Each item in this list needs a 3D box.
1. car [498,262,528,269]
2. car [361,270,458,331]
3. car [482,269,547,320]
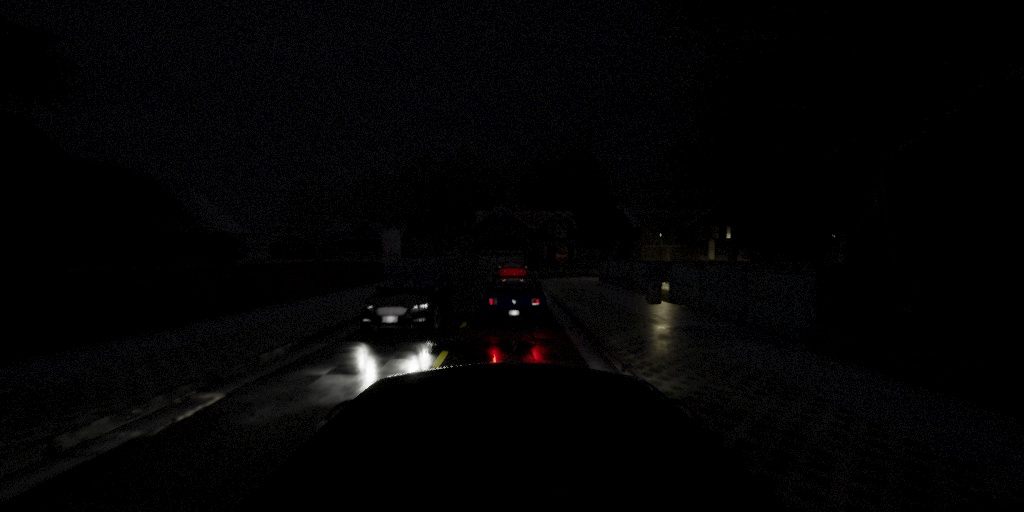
[{"bbox_3d":[0.068,1.126,25.008,1.882,1.535,5.008,0,0,0],"label":"car"},{"bbox_3d":[-2.836,1.206,10.819,2.128,1.511,4.902,0,0,0],"label":"car"},{"bbox_3d":[0.075,1.308,12.366,1.895,1.301,4.718,0,0,0],"label":"car"}]
